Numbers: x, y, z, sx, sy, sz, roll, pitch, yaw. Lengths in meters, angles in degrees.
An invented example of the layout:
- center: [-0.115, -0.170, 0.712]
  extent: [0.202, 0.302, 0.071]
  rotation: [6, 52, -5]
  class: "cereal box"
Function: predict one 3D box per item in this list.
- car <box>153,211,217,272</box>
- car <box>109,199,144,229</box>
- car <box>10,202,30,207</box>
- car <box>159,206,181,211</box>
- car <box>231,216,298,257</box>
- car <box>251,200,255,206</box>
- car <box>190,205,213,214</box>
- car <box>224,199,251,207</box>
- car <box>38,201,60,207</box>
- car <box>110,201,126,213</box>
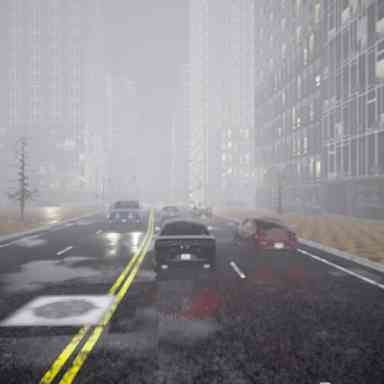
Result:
- center: [-0.282, 1.631, 11.467]
  extent: [1.882, 1.535, 5.008]
  rotation: [0, -1, -3]
  class: "car"
- center: [-4.797, 1.566, 24.783]
  extent: [2.150, 2.045, 5.566]
  rotation: [0, -1, -6]
  class: "car"
- center: [-34.971, 2.393, 67.337]
  extent: [4.206, 1.307, 1.802]
  rotation: [0, 0, -5]
  class: "car"
- center: [-1.969, 1.953, 30.470]
  extent: [2.033, 1.411, 5.357]
  rotation: [0, -1, -7]
  class: "car"
- center: [2.838, 1.699, 13.701]
  extent: [1.812, 1.442, 4.674]
  rotation: [0, -1, -4]
  class: "car"
- center: [14.026, 2.621, 80.734]
  extent: [4.829, 1.417, 1.752]
  rotation: [0, 0, -6]
  class: "car"
- center: [0.847, 2.045, 34.398]
  extent: [1.895, 1.301, 4.718]
  rotation: [0, -1, -7]
  class: "car"
- center: [9.416, 2.403, 71.855]
  extent: [5.009, 1.841, 2.192]
  rotation: [0, 0, -6]
  class: "car"
- center: [-29.309, 2.413, 67.864]
  extent: [4.313, 1.339, 1.947]
  rotation: [0, 0, -5]
  class: "car"
- center: [-10.842, 2.148, 48.975]
  extent: [1.882, 1.535, 5.008]
  rotation: [0, -1, -6]
  class: "car"
